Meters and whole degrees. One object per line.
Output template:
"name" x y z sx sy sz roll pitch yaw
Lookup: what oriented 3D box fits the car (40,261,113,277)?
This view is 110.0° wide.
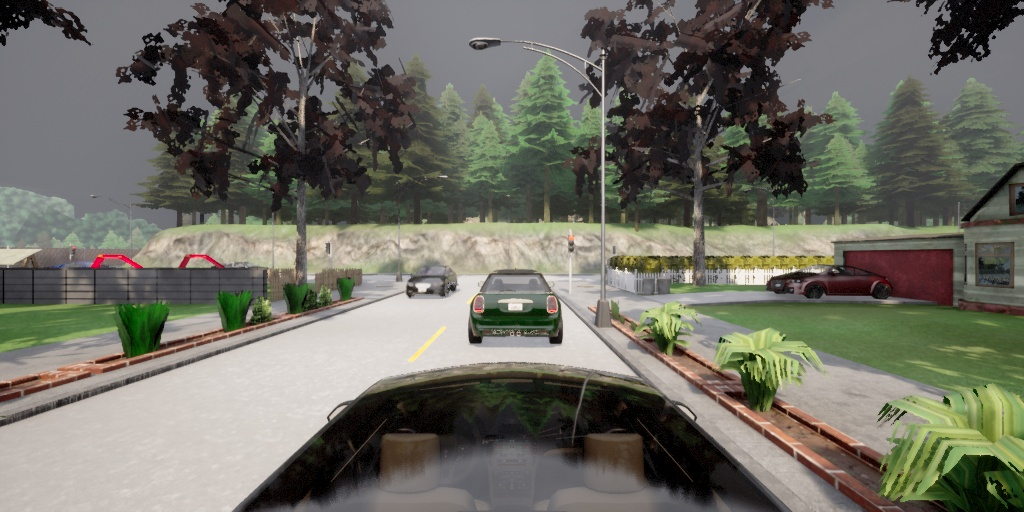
"car" -42.952 1.228 35.422 5.008 1.535 1.882 0 0 1

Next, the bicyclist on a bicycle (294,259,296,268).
"bicyclist on a bicycle" -23.712 1.099 39.535 0.582 1.620 1.656 0 0 1

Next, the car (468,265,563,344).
"car" 0.108 1.102 9.749 2.097 1.767 4.553 0 0 1

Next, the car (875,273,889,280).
"car" 38.791 1.102 34.721 4.553 1.767 2.097 0 0 0

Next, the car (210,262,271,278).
"car" -23.394 1.241 31.134 4.902 1.511 2.128 0 0 1

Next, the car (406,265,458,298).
"car" -3.956 1.241 18.369 2.128 1.511 4.902 0 0 0

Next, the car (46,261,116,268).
"car" -36.936 1.228 31.282 5.008 1.535 1.882 1 0 1

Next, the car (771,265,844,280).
"car" 28.593 1.228 34.833 5.008 1.535 1.882 0 0 1
